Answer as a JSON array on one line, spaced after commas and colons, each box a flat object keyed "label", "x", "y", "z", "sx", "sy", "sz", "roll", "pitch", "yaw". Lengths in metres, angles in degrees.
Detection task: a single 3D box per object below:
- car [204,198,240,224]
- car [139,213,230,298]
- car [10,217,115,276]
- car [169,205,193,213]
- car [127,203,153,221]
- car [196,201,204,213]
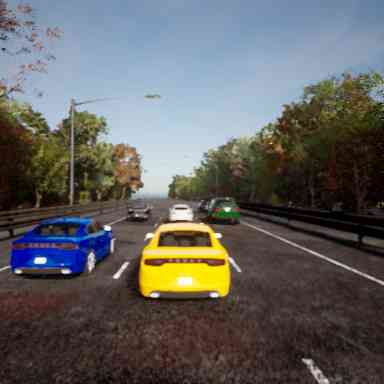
[{"label": "car", "x": 2.554, "y": 1.493, "z": 27.840, "sx": 2.150, "sy": 2.045, "sz": 5.566, "roll": 0, "pitch": 0, "yaw": -3}, {"label": "car", "x": -0.207, "y": 1.554, "z": 8.750, "sx": 1.882, "sy": 1.535, "sz": 5.008, "roll": 0, "pitch": -1, "yaw": -2}, {"label": "car", "x": -3.768, "y": 1.542, "z": 10.562, "sx": 1.882, "sy": 1.535, "sz": 5.008, "roll": 0, "pitch": -1, "yaw": -2}, {"label": "car", "x": -0.902, "y": 1.760, "z": 26.982, "sx": 1.812, "sy": 1.442, "sz": 4.674, "roll": 0, "pitch": -1, "yaw": -3}, {"label": "car", "x": -4.545, "y": 1.721, "z": 29.405, "sx": 2.128, "sy": 1.511, "sz": 4.902, "roll": 1, "pitch": -1, "yaw": -2}, {"label": "car", "x": 1.716, "y": 1.965, "z": 44.369, "sx": 1.812, "sy": 1.442, "sz": 4.674, "roll": 0, "pitch": -1, "yaw": -3}]
